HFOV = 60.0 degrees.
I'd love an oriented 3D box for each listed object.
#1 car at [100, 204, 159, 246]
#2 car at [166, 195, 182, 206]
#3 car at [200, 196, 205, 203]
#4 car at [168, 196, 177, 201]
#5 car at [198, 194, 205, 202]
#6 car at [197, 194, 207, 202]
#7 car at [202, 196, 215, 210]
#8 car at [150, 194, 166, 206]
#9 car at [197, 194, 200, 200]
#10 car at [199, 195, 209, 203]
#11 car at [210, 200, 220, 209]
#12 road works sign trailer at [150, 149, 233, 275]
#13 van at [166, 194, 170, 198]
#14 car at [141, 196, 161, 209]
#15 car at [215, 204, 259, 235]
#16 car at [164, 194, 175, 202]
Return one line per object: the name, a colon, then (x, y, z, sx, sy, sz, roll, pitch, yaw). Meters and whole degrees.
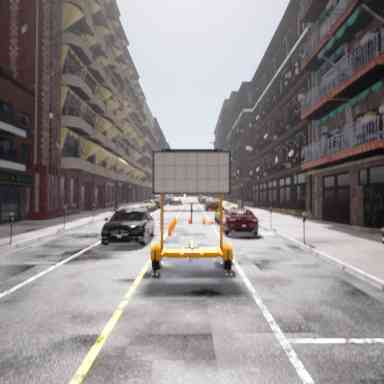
car: (-2.850, 1.507, 15.470, 1.837, 1.490, 4.892, 0, 0, 0)
car: (-2.833, 1.638, 57.475, 1.994, 1.385, 4.181, 0, 0, 0)
car: (2.580, 1.600, 46.364, 2.008, 1.369, 4.403, 1, 0, 0)
car: (-5.305, 1.762, 90.669, 1.947, 1.339, 4.313, 1, 0, 0)
car: (2.579, 1.637, 62.956, 1.887, 1.381, 4.507, 1, 0, 0)
car: (2.548, 1.487, 85.080, 2.192, 1.841, 5.009, 1, 0, 0)
car: (2.581, 1.583, 40.832, 1.887, 1.381, 4.507, 1, 0, 0)
car: (-5.293, 1.364, 46.426, 2.192, 1.841, 5.009, 2, 0, 0)
car: (2.578, 1.655, 68.486, 1.887, 1.381, 4.507, 1, 0, 0)
car: (2.588, 1.570, 74.018, 1.967, 1.590, 4.097, 1, 0, 0)
car: (2.583, 1.537, 24.412, 1.752, 1.417, 4.829, 1, 0, 0)
road works sign trailer: (-0.010, 0.465, 10.381, 2.380, 3.560, 2.880, 0, 0, 0)
van: (-5.295, 1.416, 57.485, 1.690, 1.788, 3.998, 2, 0, 0)
car: (-5.298, 1.563, 40.725, 1.752, 1.417, 4.829, 2, 0, 0)
car: (2.584, 1.551, 18.710, 1.887, 1.381, 4.507, 1, 0, 0)
car: (-5.297, 1.466, 79.608, 2.192, 1.841, 5.009, 1, 0, 0)
